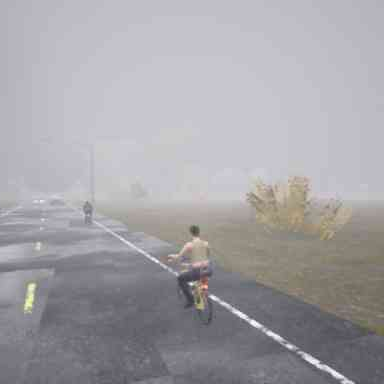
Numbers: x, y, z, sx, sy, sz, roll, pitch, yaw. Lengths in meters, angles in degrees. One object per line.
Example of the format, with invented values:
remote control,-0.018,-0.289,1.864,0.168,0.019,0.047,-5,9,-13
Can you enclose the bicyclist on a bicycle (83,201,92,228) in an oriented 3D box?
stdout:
bicyclist on a bicycle,-6.542,1.400,20.960,0.582,1.620,1.656,-1,0,-24

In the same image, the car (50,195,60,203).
car,-28.225,1.427,68.404,1.812,1.442,4.674,-1,0,-24

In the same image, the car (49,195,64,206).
car,-21.595,1.448,53.412,1.812,1.442,4.674,-1,1,-23

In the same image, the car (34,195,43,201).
car,-39.059,1.521,84.555,1.895,1.301,4.718,-1,0,-23

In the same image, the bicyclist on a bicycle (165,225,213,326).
bicyclist on a bicycle,0.007,1.393,5.947,0.866,1.612,1.509,-1,0,-24
